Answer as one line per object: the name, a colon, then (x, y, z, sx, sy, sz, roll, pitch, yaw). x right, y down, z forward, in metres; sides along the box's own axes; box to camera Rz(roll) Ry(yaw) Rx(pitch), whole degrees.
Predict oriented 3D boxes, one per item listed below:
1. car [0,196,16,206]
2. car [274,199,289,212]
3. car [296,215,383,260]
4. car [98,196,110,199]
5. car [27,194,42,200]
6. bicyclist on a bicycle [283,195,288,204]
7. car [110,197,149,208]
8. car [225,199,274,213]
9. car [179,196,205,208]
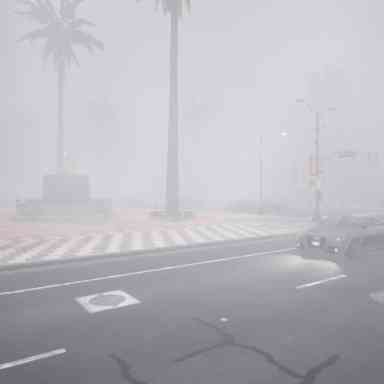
car: (-31.100, 1.505, 53.609, 4.892, 1.490, 1.837, 0, 0, -16)
car: (9.229, 1.526, 39.302, 1.812, 1.442, 4.674, 0, 0, -39)
car: (5.828, 1.564, 12.479, 4.181, 1.385, 1.994, 0, 0, -36)
car: (-15.829, 1.492, 59.107, 4.902, 1.511, 2.128, 0, 0, 2)
car: (-26.037, 1.221, 58.550, 5.566, 2.045, 2.150, 0, 0, -10)
bicyclist on a bicycle: (15.280, 1.301, 54.441, 0.582, 1.620, 1.656, 0, 0, 42)
car: (-8.583, 1.491, 47.383, 4.902, 1.511, 2.128, 0, 0, 15)
car: (6.169, 1.547, 37.774, 2.033, 1.411, 5.357, 0, 0, -38)
car: (-0.369, 1.353, 47.605, 4.553, 1.767, 2.097, 0, 0, 28)
